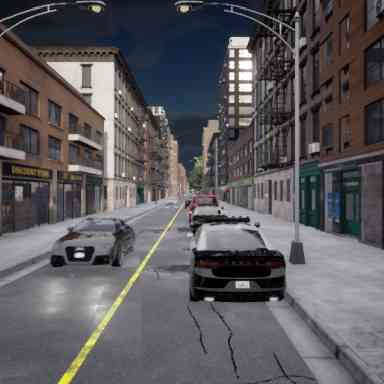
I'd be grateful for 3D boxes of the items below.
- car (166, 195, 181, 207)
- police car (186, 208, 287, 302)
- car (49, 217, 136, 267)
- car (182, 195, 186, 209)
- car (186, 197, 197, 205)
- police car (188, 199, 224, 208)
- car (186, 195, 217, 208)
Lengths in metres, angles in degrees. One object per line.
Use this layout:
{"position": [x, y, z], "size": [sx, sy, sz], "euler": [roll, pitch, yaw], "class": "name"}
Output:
{"position": [-3.180, 1.580, 53.420], "size": [1.812, 1.442, 4.674], "euler": [0, 0, 0], "class": "car"}
{"position": [0.886, 1.427, 8.440], "size": [1.930, 1.638, 5.238], "euler": [0, 0, 0], "class": "police car"}
{"position": [-3.118, 1.567, 11.228], "size": [1.994, 1.385, 4.181], "euler": [0, 0, 0], "class": "car"}
{"position": [-0.064, 1.548, 46.494], "size": [1.837, 1.490, 4.892], "euler": [0, 0, 0], "class": "car"}
{"position": [-0.099, 1.630, 59.885], "size": [1.994, 1.385, 4.181], "euler": [0, 0, 0], "class": "car"}
{"position": [0.870, 1.434, 18.440], "size": [1.930, 1.638, 5.238], "euler": [0, 0, 0], "class": "police car"}
{"position": [0.860, 1.239, 24.361], "size": [2.150, 2.045, 5.566], "euler": [0, 0, 0], "class": "car"}
